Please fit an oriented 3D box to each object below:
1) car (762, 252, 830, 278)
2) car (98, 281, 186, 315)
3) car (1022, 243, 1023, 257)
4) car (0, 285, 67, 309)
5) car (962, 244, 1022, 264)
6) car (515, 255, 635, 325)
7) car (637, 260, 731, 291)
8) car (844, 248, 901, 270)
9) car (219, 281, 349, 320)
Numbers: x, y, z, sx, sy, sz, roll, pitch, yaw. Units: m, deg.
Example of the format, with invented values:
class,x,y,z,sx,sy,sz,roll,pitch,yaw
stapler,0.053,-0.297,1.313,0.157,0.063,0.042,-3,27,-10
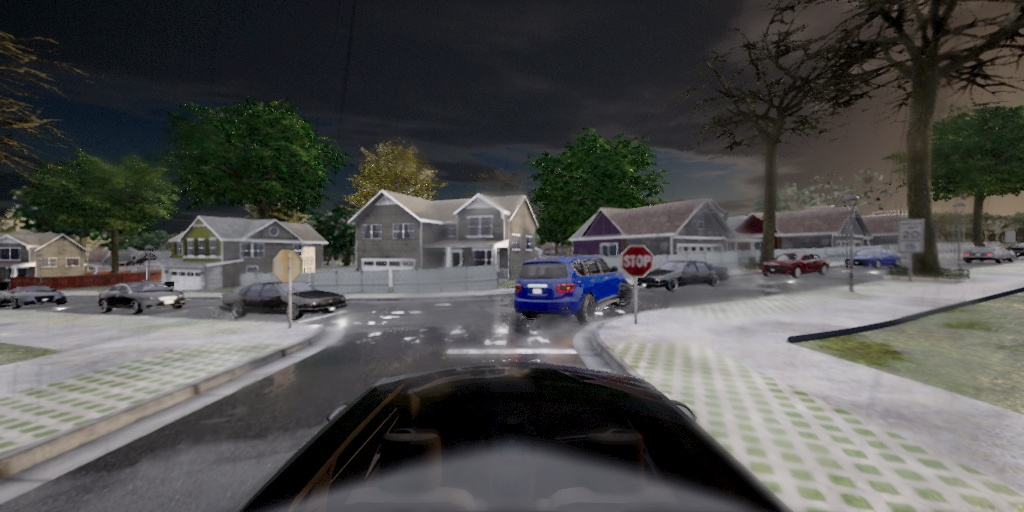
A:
class,x,y,z,sx,sy,sz,roll,pitch,yaw
car,18.270,0.498,23.103,5.008,1.535,1.882,-2,2,-26
car,-18.980,2.076,18.387,4.902,1.511,2.128,-2,0,22
car,49.549,-0.467,34.608,4.892,1.490,1.837,-2,1,-25
car,-31.201,2.623,23.301,4.181,1.385,1.994,-2,0,22
car,40.056,-0.128,30.125,5.357,1.411,2.033,-2,1,-25
car,2.270,0.994,12.494,2.150,2.045,5.566,-3,1,35
car,8.944,0.944,18.778,5.357,1.411,2.033,-2,2,-24
car,27.700,0.156,27.537,5.008,1.535,1.882,-2,1,-25
car,-9.420,1.744,14.697,5.357,1.411,2.033,-2,0,20
